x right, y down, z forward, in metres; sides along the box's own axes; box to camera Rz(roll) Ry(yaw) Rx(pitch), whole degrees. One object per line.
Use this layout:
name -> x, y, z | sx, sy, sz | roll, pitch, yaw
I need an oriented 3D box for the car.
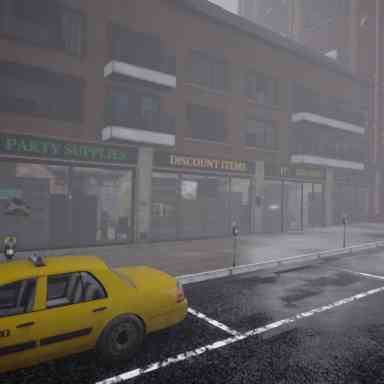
car -> -2.348, 1.526, 4.400 | 4.829, 1.417, 1.752 | 0, 2, -35
